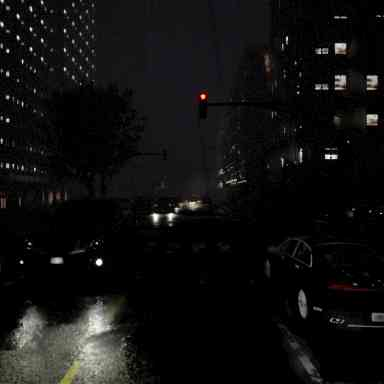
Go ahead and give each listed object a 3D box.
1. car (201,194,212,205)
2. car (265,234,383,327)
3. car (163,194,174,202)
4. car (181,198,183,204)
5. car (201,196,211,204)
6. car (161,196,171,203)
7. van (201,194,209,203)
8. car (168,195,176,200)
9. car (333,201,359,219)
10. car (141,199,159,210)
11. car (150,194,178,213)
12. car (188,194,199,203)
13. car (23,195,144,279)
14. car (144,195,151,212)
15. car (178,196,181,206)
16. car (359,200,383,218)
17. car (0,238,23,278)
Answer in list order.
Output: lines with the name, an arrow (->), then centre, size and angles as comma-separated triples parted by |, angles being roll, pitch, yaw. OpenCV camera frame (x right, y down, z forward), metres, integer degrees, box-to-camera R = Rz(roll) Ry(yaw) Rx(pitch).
car -> 2.783, 1.610, 61.408 | 1.947, 1.339, 4.313 | 0, 0, 0
car -> 2.700, 1.551, 6.929 | 2.008, 1.369, 4.403 | 0, 0, 0
car -> -5.573, 1.386, 77.990 | 2.192, 1.841, 5.009 | 0, 0, 0
car -> -2.910, 1.578, 67.254 | 1.812, 1.442, 4.674 | 0, 0, 0
car -> 2.792, 1.578, 67.101 | 1.752, 1.417, 4.829 | 0, 0, 0
car -> -5.581, 1.627, 72.468 | 1.947, 1.339, 4.313 | 0, 0, 0
van -> 2.799, 1.402, 72.455 | 1.690, 1.788, 3.998 | 0, 0, 0
car -> -5.548, 1.654, 94.558 | 2.008, 1.369, 4.403 | 0, 0, 0
car -> 13.466, 1.350, 26.318 | 4.403, 1.369, 2.008 | -1, 1, 0
car -> -5.623, 1.592, 44.853 | 1.947, 1.339, 4.313 | 0, 0, 0
car -> -3.043, 1.371, 37.064 | 2.097, 1.767, 4.553 | 0, 0, 0
car -> 0.104, 1.581, 69.058 | 1.812, 1.442, 4.674 | 0, 0, 0
car -> -3.083, 1.225, 10.365 | 2.150, 2.045, 5.566 | 0, 0, 0
car -> -5.632, 1.336, 39.330 | 2.192, 1.841, 5.009 | 0, 0, 0
car -> -3.017, 1.509, 49.564 | 1.882, 1.535, 5.008 | 0, 1, 0
car -> 15.473, 0.994, 23.757 | 5.566, 2.045, 2.150 | -1, 0, 0
car -> -5.680, 1.545, 6.942 | 1.887, 1.381, 4.507 | 0, 0, 0
